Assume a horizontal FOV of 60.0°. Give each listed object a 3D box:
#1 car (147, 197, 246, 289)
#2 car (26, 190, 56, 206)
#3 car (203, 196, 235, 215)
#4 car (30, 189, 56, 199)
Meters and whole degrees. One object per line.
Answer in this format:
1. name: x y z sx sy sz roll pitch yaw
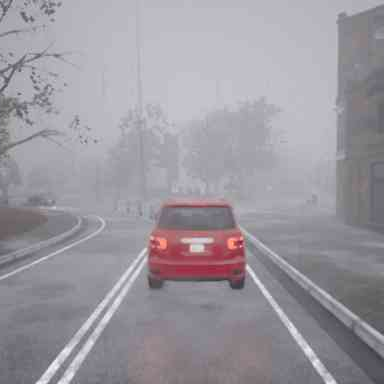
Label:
1. car: 0.097 1.178 9.202 2.150 2.045 5.566 0 0 0
2. car: -18.415 0.873 40.516 4.902 1.511 2.128 1 2 41
3. car: 2.588 1.178 30.589 1.812 1.442 4.674 1 1 19
4. car: -26.642 0.308 59.620 1.882 1.535 5.008 0 2 6
